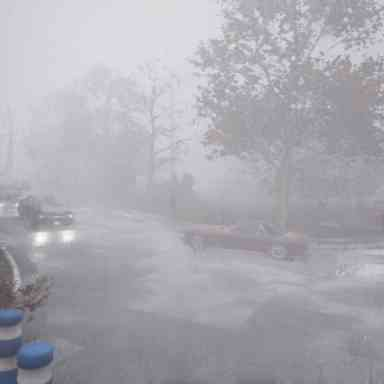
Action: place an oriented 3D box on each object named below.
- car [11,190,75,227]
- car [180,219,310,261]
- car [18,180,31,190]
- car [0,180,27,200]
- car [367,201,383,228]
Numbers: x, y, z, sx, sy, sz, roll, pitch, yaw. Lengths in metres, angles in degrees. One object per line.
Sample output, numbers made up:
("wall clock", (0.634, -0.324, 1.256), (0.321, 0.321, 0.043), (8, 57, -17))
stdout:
("car", (-7.905, 0.907, 17.721), (2.033, 1.411, 5.357), (3, 2, -37))
("car", (1.993, 1.694, 12.696), (4.718, 1.301, 1.895), (3, 1, 20))
("car", (-22.801, -0.856, 44.232), (2.033, 1.411, 5.357), (3, 2, -36))
("car", (-16.263, 0.006, 29.271), (1.837, 1.490, 4.892), (3, 2, -36))
("car", (16.672, 1.764, 25.694), (5.566, 2.045, 2.435), (0, -2, 32))
